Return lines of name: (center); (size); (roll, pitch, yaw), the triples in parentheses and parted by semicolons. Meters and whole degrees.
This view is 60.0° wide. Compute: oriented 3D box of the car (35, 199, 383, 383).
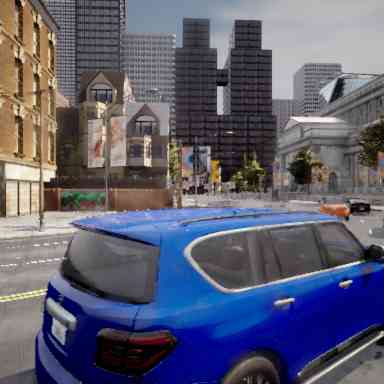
car: (0.966, 1.221, 4.452); (5.566, 2.045, 2.150); (0, 1, -40)

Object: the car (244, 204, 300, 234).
car: (5.074, 1.541, 20.543); (2.033, 1.411, 5.357); (0, 0, 29)

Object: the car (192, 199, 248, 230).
car: (2.014, 1.399, 22.241); (2.097, 1.767, 4.553); (0, 0, 29)

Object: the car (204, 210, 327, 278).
car: (2.679, 1.498, 11.132); (1.837, 1.490, 4.892); (1, 0, 42)
